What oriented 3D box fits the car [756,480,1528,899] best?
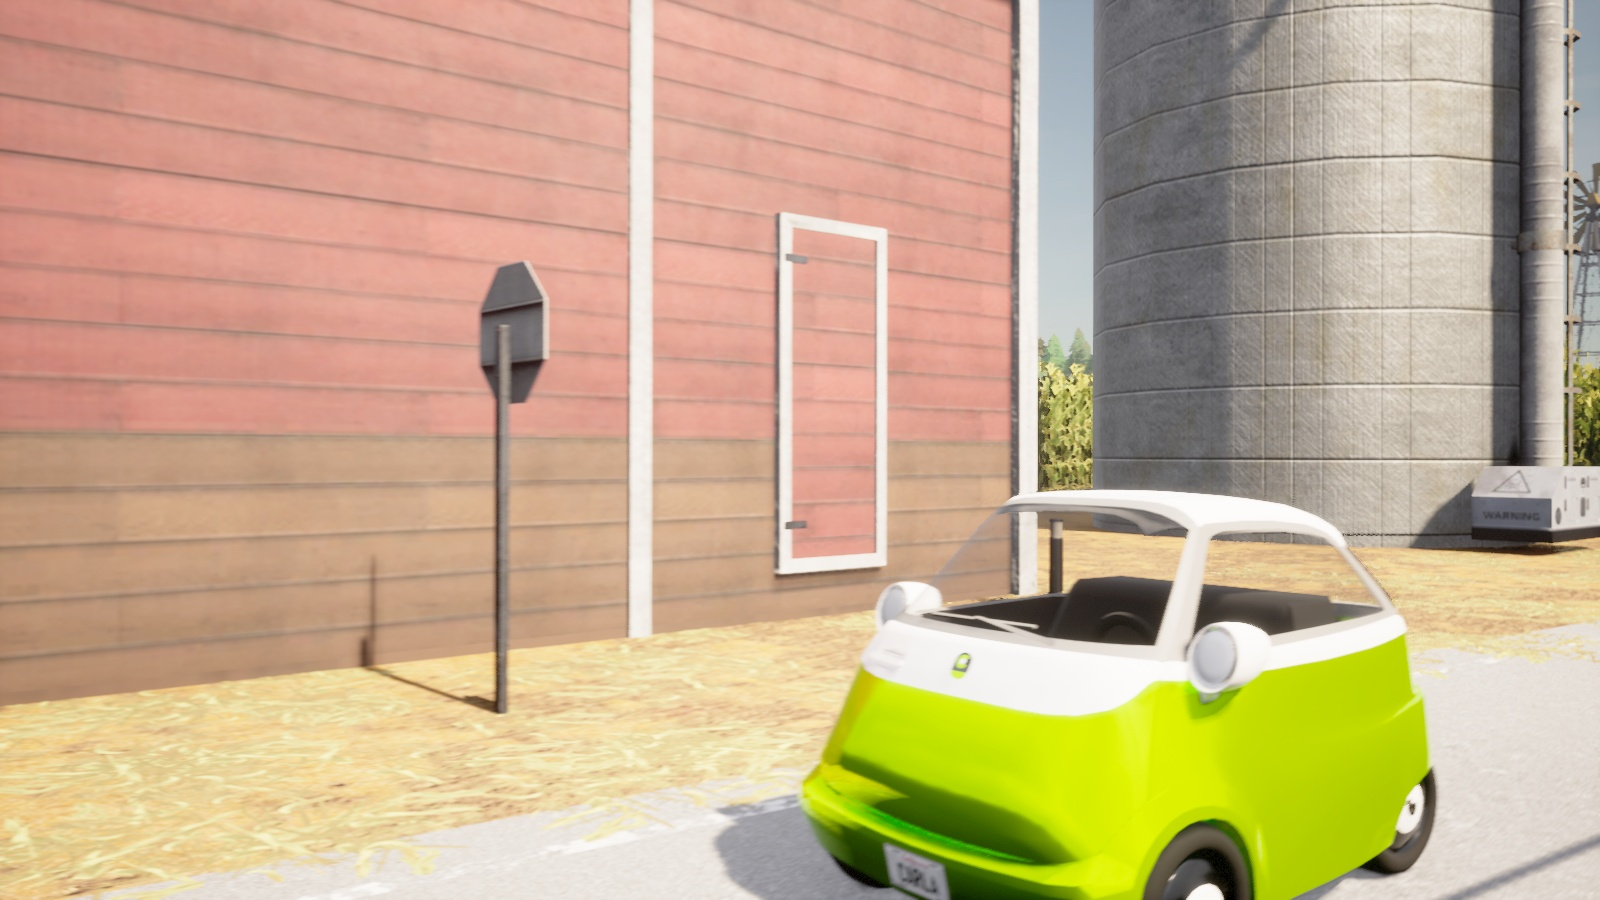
[{"bbox_3d":[1.184,0.809,4.266,2.207,1.376,1.481,0,0,-37],"label":"car"}]
